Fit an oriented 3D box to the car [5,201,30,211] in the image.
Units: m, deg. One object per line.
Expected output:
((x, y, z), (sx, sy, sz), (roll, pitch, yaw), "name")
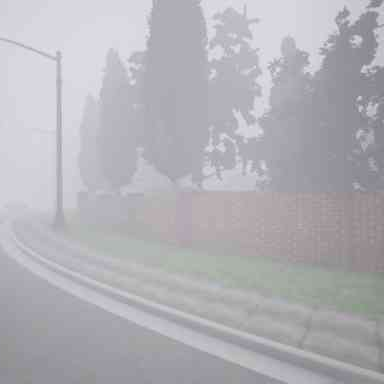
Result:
((-26.401, 2.090, 50.375), (2.033, 1.411, 5.357), (-1, -2, -8), "car")
